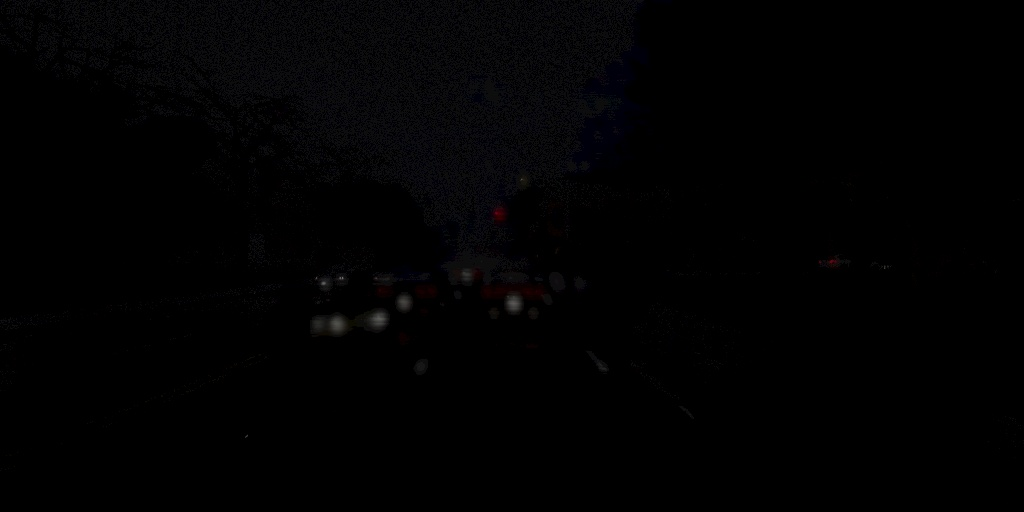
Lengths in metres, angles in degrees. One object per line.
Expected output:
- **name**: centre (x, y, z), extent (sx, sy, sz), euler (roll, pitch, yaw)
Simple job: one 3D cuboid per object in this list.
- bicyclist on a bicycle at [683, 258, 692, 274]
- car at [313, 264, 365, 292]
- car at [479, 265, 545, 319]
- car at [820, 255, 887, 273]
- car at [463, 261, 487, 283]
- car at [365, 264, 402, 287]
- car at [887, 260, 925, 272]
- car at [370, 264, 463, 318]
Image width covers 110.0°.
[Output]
- **bicyclist on a bicycle**: centre (18.105, 1.026, 37.121), extent (0.582, 1.620, 1.656), euler (0, 0, 0)
- **car**: centre (-9.848, 1.238, 21.403), extent (2.128, 1.511, 4.902), euler (0, 0, 0)
- **car**: centre (0.069, 1.223, 12.792), extent (1.882, 1.535, 5.008), euler (0, 0, 0)
- **car**: centre (37.758, 0.925, 40.119), extent (5.566, 2.045, 2.150), euler (0, 0, 0)
- **car**: centre (-3.191, 1.311, 27.420), extent (1.994, 1.385, 4.181), euler (0, 0, 0)
- **car**: centre (-6.597, 1.238, 21.420), extent (2.128, 1.511, 4.902), euler (0, 0, 0)
- **car**: centre (46.272, 1.191, 42.881), extent (4.902, 1.511, 2.128), euler (0, 0, 0)
- **car**: centre (-3.178, 1.224, 13.071), extent (1.882, 1.535, 5.008), euler (0, 0, 0)
